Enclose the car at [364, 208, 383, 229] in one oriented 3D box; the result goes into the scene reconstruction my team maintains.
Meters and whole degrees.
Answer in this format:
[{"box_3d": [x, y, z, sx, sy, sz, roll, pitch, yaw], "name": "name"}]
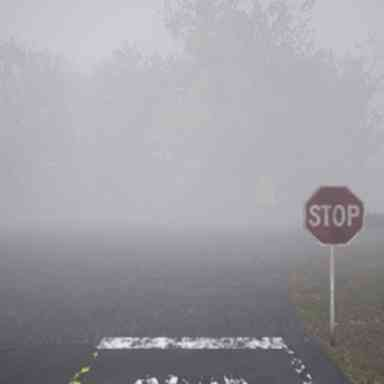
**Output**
[{"box_3d": [9.066, 1.471, 18.298, 4.718, 1.301, 1.895, -1, -1, 0], "name": "car"}]
